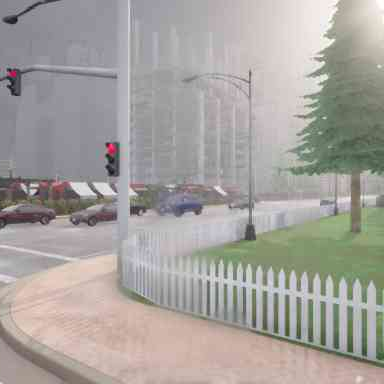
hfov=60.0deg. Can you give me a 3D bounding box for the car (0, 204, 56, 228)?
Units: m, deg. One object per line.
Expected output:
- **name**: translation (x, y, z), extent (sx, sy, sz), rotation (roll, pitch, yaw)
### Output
- **car**: translation (-11.475, 1.526, 22.225), extent (1.812, 1.442, 4.674), rotation (0, 0, 36)

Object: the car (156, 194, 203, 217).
- **car**: translation (-1.045, 1.221, 31.429), extent (2.150, 2.045, 5.566), rotation (0, 0, 34)

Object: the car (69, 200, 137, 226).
- **car**: translation (-6.359, 1.526, 23.512), extent (1.812, 1.442, 4.674), rotation (0, 0, 34)

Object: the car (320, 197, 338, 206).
- **car**: translation (21.035, 1.526, 51.303), extent (1.812, 1.442, 4.674), rotation (0, 0, 34)

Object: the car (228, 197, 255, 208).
- **car**: translation (7.517, 1.493, 50.245), extent (2.128, 1.511, 4.902), rotation (0, 0, 34)

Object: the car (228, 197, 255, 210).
- **car**: translation (6.323, 1.490, 42.313), extent (2.128, 1.511, 4.902), rotation (0, 0, 34)

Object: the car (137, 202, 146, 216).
- **car**: translation (-6.252, 1.478, 29.968), extent (1.882, 1.535, 5.008), rotation (0, 0, 34)
